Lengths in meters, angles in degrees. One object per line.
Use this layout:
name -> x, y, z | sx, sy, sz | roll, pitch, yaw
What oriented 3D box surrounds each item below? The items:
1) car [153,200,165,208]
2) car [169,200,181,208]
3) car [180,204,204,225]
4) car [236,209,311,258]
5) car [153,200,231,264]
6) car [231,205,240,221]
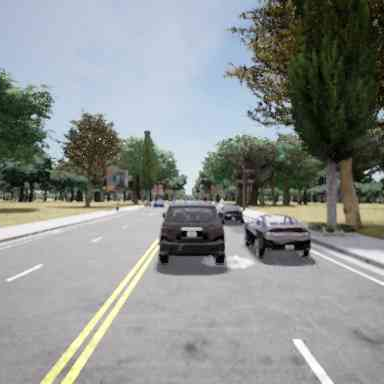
car -> -6.503, 2.359, 65.352 | 1.882, 1.535, 5.008 | 0, -1, 0
car -> -3.258, 2.381, 65.368 | 2.128, 1.511, 4.902 | 0, -1, 0
car -> 0.026, 1.851, 28.506 | 1.837, 1.490, 4.892 | 0, 0, 0
car -> 3.274, 1.647, 13.509 | 2.128, 1.511, 4.902 | 0, -1, 0
car -> 0.013, 1.369, 12.594 | 2.150, 2.045, 5.566 | 0, 0, 0
car -> 3.276, 1.851, 28.517 | 1.837, 1.490, 4.892 | 0, 0, 1
